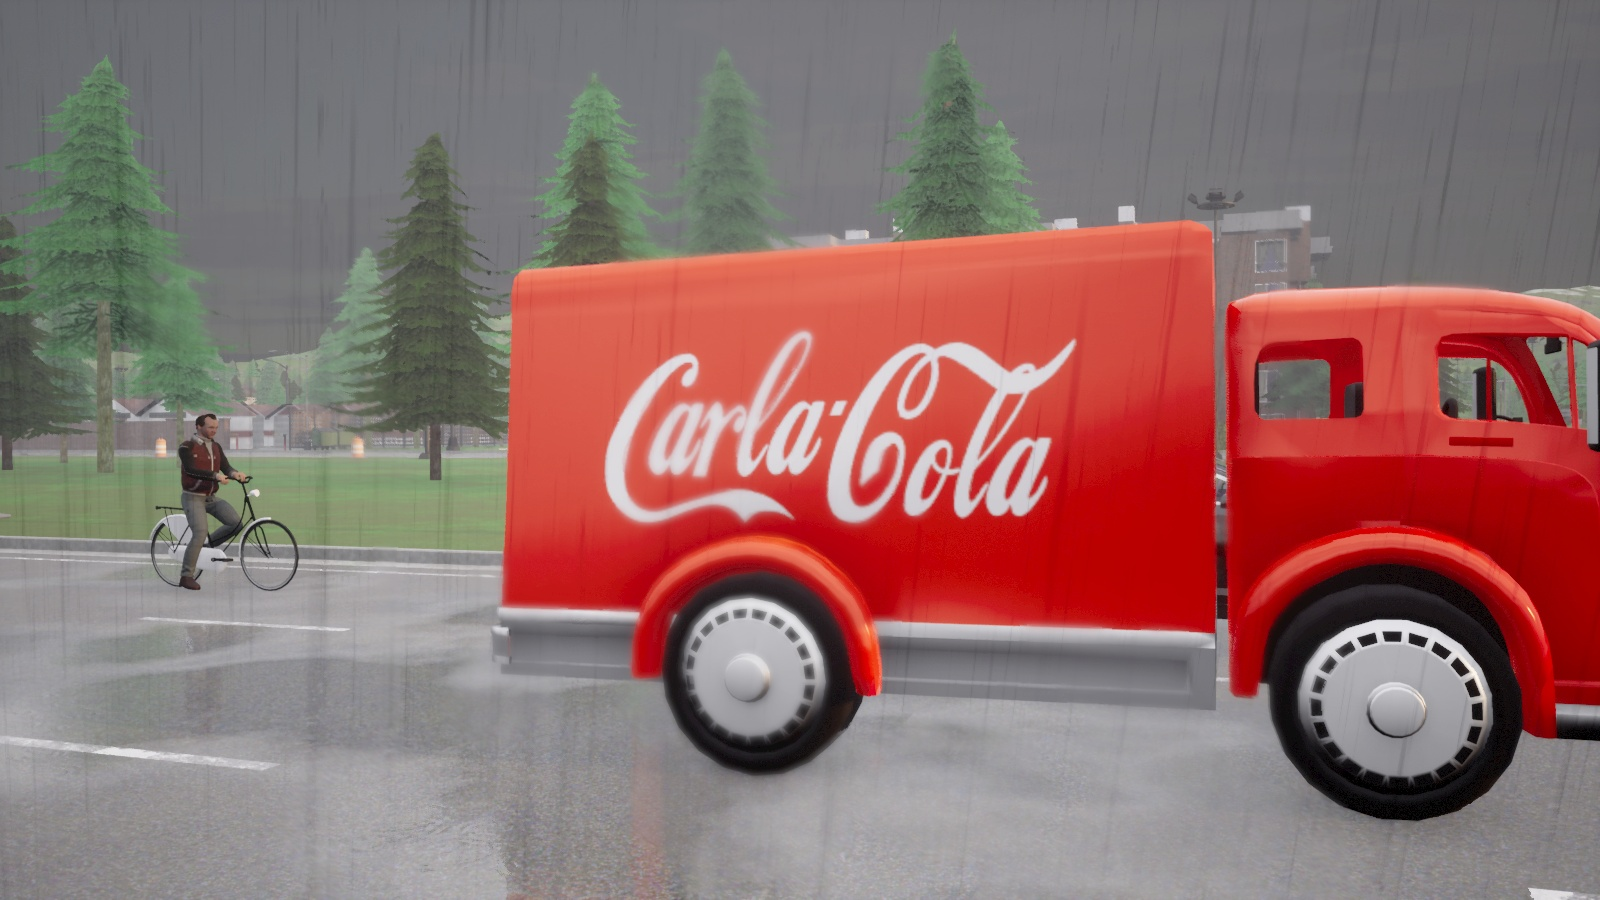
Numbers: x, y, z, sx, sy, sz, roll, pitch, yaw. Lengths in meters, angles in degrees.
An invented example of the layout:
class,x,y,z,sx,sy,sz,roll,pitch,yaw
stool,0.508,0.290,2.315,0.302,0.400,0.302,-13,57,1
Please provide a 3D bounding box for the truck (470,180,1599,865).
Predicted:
class,x,y,z,sx,sy,sz,roll,pitch,yaw
truck,1.313,0.250,6.436,5.204,2.467,2.627,0,1,19

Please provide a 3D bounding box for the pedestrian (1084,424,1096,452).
class,x,y,z,sx,sy,sz,roll,pitch,yaw
pedestrian,18.646,-0.767,80.731,0.706,1.836,0.354,1,1,19

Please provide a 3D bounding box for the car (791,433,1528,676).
class,x,y,z,sx,sy,sz,roll,pitch,yaw
car,2.596,0.637,9.704,4.902,1.511,2.128,1,1,19

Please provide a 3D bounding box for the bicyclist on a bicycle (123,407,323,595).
class,x,y,z,sx,sy,sz,roll,pitch,yaw
bicyclist on a bicycle,-5.743,0.475,12.509,1.843,1.776,0.659,0,1,19
